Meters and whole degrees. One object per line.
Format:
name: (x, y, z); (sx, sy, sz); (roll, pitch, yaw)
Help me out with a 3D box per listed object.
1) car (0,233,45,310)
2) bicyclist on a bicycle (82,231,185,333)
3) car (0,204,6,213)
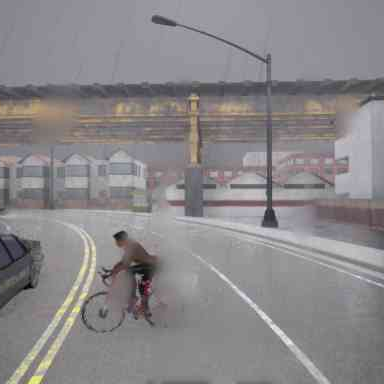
car: (-4.247, 1.519, 6.178); (2.033, 1.411, 5.357); (0, 0, -10)
bicyclist on a bicycle: (-0.947, 1.440, 5.346); (1.656, 1.620, 0.582); (-2, 1, -7)
car: (-24.618, 1.838, 39.860); (5.357, 1.411, 2.033); (-1, -2, 28)
